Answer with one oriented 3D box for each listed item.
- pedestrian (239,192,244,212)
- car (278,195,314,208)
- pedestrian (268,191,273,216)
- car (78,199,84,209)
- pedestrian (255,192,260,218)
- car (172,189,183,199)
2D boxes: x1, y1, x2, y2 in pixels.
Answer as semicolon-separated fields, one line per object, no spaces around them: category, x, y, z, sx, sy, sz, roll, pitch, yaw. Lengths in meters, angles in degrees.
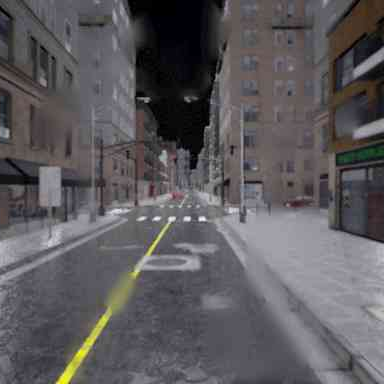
pedestrian;3.638;0.882;24.645;0.375;1.860;0.375;0;0;0
car;12.141;1.049;37.918;4.507;1.381;1.887;-1;1;0
pedestrian;5.637;0.827;24.044;0.375;1.860;0.375;0;0;0
car;-14.621;1.317;38.113;4.403;1.369;2.008;-1;1;0
pedestrian;4.637;0.879;23.445;0.375;1.860;0.375;0;0;0
car;-2.993;0.458;70.106;2.150;2.045;5.566;0;1;0
